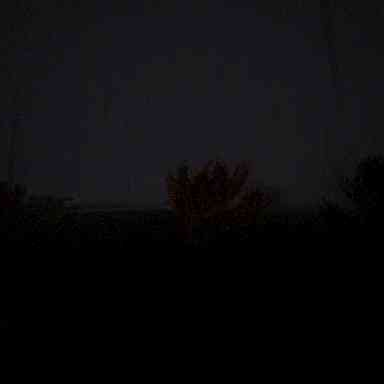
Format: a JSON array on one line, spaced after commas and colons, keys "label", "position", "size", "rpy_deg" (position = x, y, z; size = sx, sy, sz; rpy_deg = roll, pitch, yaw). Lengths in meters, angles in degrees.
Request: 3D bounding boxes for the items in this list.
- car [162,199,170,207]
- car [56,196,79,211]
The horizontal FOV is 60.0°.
[{"label": "car", "position": [-3.435, 1.846, 65.342], "size": [2.150, 2.045, 5.566], "rpy_deg": [-1, -2, 36]}, {"label": "car", "position": [-18.059, 1.570, 45.195], "size": [2.150, 2.045, 5.566], "rpy_deg": [-1, -1, 36]}]
